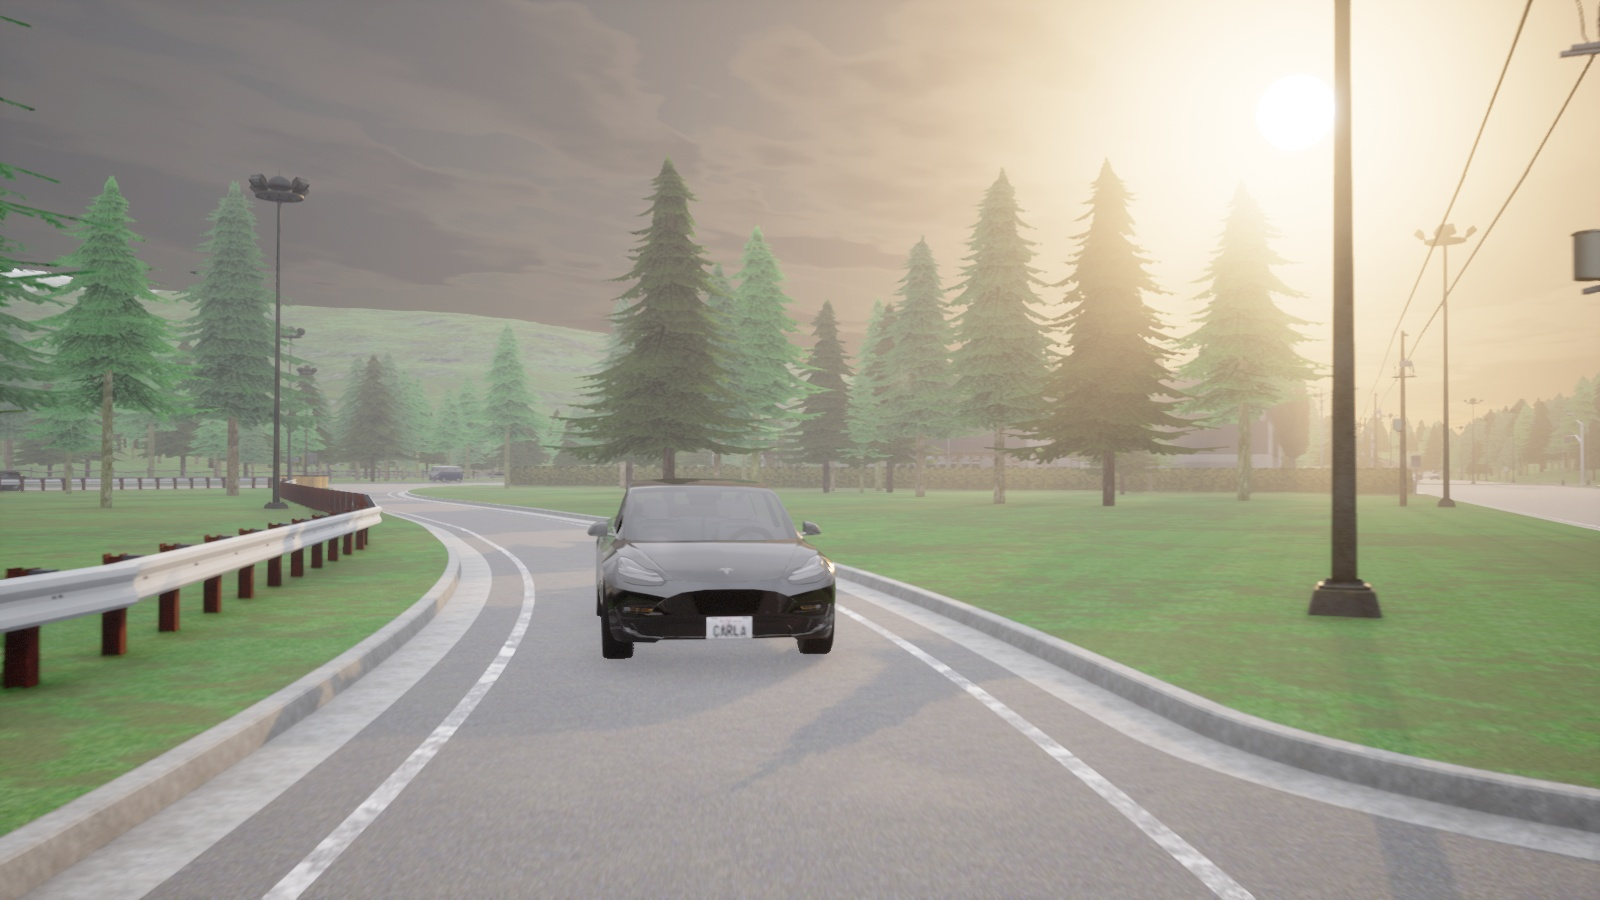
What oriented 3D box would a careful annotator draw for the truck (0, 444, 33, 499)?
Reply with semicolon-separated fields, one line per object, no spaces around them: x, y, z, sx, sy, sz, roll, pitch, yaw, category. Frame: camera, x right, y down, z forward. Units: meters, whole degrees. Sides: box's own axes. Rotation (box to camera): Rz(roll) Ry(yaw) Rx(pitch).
-52.067;1.352;77.415;2.891;3.462;7.936;-1;-1;23;truck

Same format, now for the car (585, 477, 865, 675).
-0.969;1.023;12.217;2.163;1.488;4.792;0;-1;-10;car
